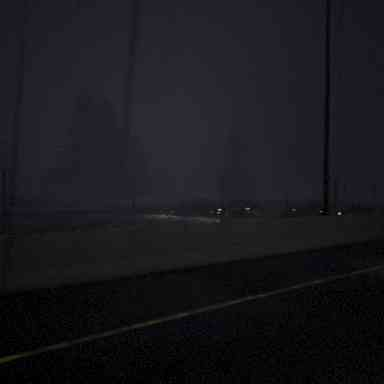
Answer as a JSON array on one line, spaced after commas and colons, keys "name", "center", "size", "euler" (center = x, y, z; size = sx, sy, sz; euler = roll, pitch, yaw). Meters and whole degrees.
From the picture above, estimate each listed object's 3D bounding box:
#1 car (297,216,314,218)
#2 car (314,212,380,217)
[{"name": "car", "center": [9.088, 1.317, 26.191], "size": [5.008, 1.535, 1.882], "euler": [0, 1, -29]}, {"name": "car", "center": [11.167, 1.482, 23.372], "size": [4.718, 1.301, 1.895], "euler": [0, 1, -29]}]
